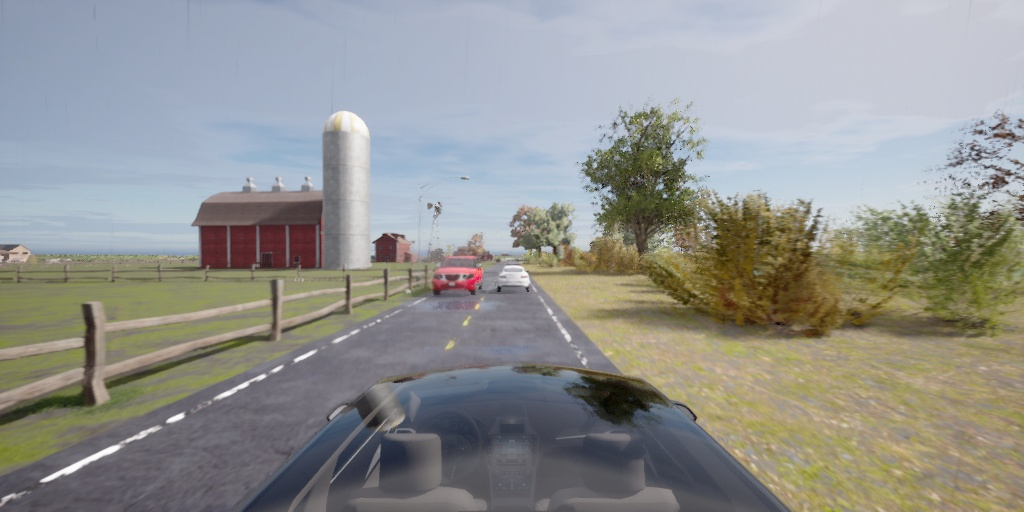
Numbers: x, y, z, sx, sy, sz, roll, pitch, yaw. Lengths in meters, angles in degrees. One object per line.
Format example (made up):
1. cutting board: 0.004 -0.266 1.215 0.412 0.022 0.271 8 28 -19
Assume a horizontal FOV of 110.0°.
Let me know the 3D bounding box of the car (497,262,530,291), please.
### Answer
1. car: 0.087 1.297 21.744 1.812 1.442 4.674 0 0 0

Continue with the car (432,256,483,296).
1. car: -2.820 0.989 19.729 2.150 2.045 5.566 0 0 0
